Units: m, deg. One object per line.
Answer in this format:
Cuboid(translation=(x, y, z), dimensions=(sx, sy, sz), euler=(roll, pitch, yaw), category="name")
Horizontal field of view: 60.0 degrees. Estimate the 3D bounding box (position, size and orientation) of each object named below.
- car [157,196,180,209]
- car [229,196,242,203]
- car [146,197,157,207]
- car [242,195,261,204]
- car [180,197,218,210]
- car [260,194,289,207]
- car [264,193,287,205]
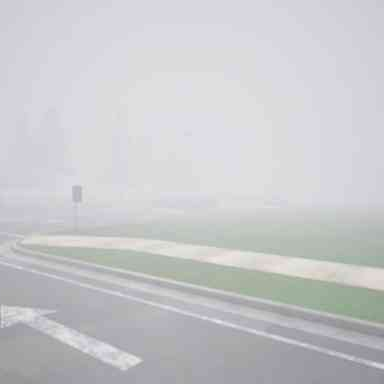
Cuboid(translation=(-1.488, 1.324, 41.164), dimensions=(2.033, 1.411, 5.357), euler=(1, 0, 36), category="car")
Cuboid(translation=(8.688, 1.351, 60.831), dimensions=(1.895, 1.301, 4.718), euler=(1, 0, 36), category="car")
Cuboid(translation=(-3.909, 1.237, 43.770), dimensions=(2.128, 1.511, 4.902), euler=(1, 0, 36), category="car")
Cuboid(translation=(11.330, 1.274, 58.521), dimensions=(2.128, 1.511, 4.902), euler=(1, 0, 36), category="car")
Cuboid(translation=(1.202, 1.299, 38.911), dimensions=(2.128, 1.511, 4.902), euler=(1, 0, 36), category="car")
Cuboid(translation=(12.333, 1.389, 48.155), dimensions=(2.033, 1.411, 5.357), euler=(1, 0, 37), category="car")
Cuboid(translation=(14.236, 1.161, 56.562), dimensions=(2.097, 1.767, 4.553), euler=(1, 1, 36), category="car")
